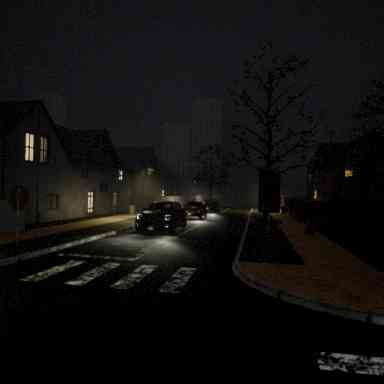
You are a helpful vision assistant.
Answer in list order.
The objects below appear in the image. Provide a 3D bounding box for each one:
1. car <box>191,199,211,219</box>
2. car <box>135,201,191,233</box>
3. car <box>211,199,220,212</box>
[{"bbox_3d":[0.222,1.550,29.388,1.812,1.442,4.674,1,0,11],"label":"car"},{"bbox_3d":[-1.699,1.335,19.526,2.097,1.767,4.553,1,0,11],"label":"car"},{"bbox_3d":[2.226,1.561,39.587,2.128,1.511,4.902,1,0,11],"label":"car"}]
